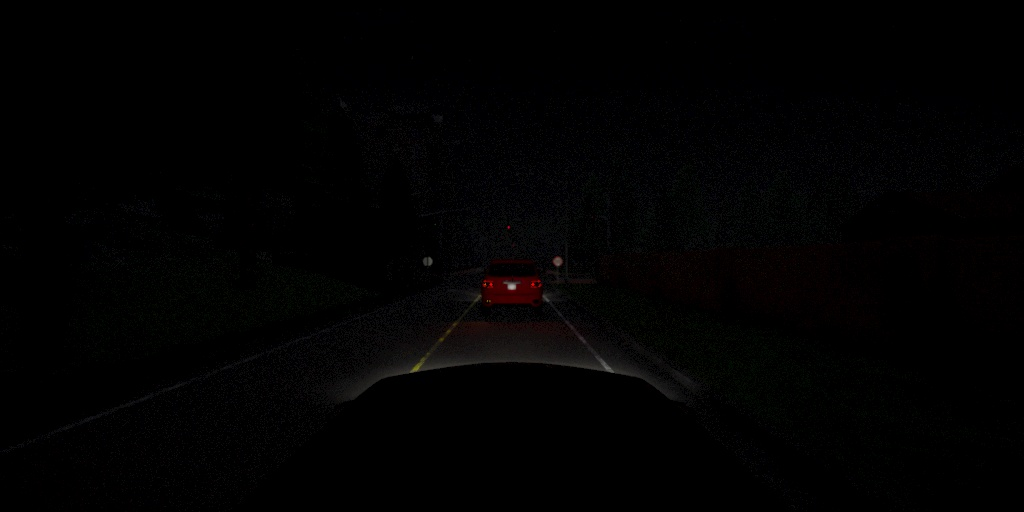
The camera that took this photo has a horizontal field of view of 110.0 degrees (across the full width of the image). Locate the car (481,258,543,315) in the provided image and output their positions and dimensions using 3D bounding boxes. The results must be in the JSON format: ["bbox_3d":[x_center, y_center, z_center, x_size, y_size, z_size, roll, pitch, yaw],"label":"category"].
[{"bbox_3d":[0.012,1.117,14.396,2.150,2.045,5.566,0,0,0],"label":"car"}]
